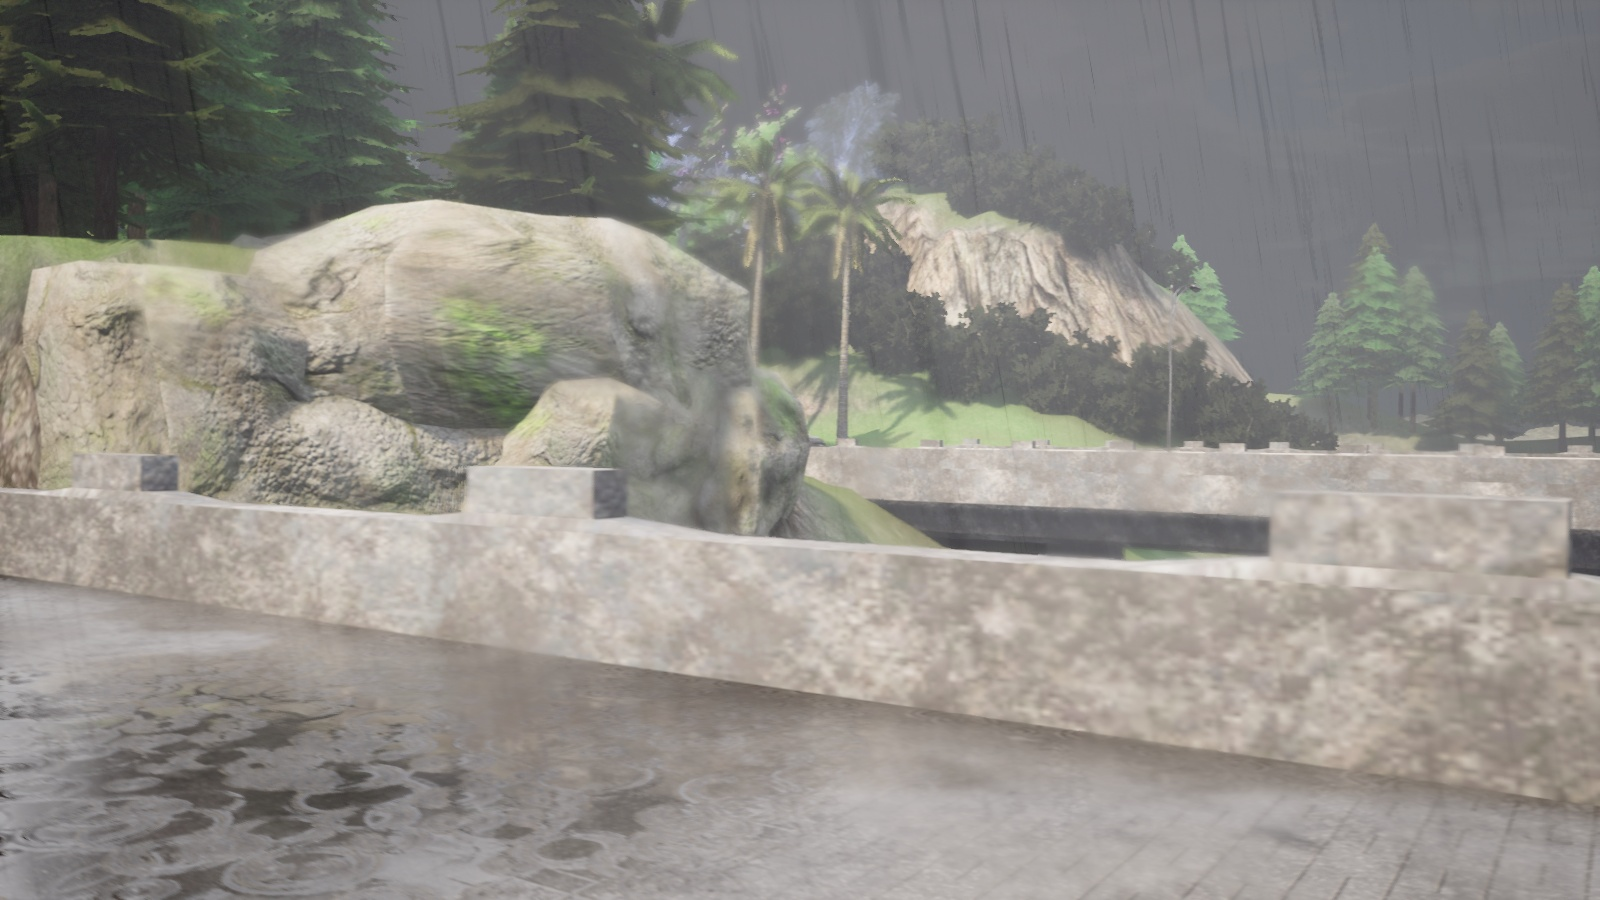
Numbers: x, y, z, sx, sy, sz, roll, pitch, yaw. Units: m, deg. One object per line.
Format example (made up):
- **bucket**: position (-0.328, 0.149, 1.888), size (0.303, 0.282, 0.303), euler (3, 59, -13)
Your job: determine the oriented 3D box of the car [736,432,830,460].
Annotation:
- **car**: position (-0.958, -0.203, 69.073), size (4.792, 1.488, 2.163), euler (0, 1, 34)
